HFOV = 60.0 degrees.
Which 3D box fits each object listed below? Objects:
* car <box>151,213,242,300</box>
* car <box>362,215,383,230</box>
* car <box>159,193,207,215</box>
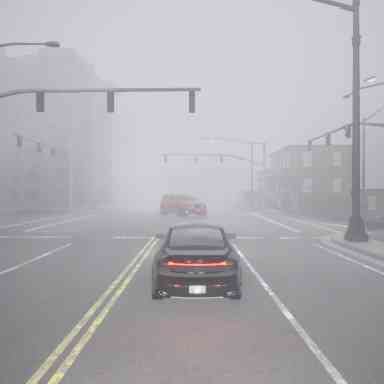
[{"bbox_3d":[0.096,1.505,8.393,1.837,1.490,4.892,0,0,0],"label":"car"},{"bbox_3d":[16.056,2.655,28.274,4.181,1.385,1.994,8,0,0],"label":"car"},{"bbox_3d":[-0.959,1.160,29.391,2.150,2.045,5.566,-1,1,-32],"label":"car"}]
